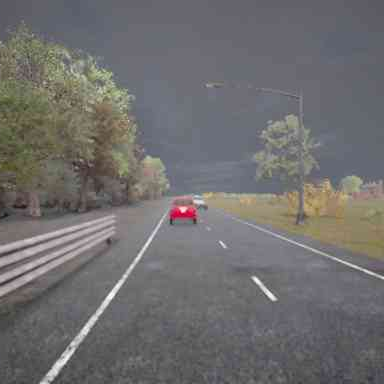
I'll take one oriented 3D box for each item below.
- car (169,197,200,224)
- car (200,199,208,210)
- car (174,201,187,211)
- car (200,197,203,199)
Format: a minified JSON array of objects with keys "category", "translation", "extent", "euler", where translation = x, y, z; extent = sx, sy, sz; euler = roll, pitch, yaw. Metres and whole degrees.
[{"category":"car","translation":[-0.777,1.541,28.105],"extent":[2.150,2.045,5.566],"euler":[0,-1,-3]},{"category":"car","translation":[1.513,2.193,53.734],"extent":[1.895,1.301,4.718],"euler":[0,-1,-2]},{"category":"car","translation":[-1.816,2.145,51.989],"extent":[1.994,1.385,4.181],"euler":[0,-1,-2]},{"category":"car","translation":[1.077,1.948,63.734],"extent":[2.150,2.045,5.566],"euler":[0,-1,-2]}]
